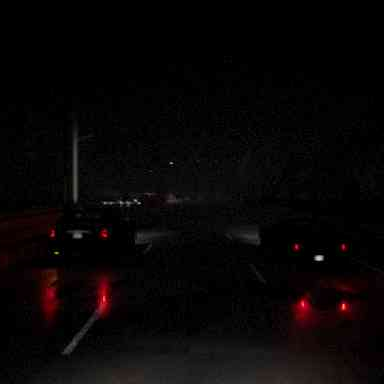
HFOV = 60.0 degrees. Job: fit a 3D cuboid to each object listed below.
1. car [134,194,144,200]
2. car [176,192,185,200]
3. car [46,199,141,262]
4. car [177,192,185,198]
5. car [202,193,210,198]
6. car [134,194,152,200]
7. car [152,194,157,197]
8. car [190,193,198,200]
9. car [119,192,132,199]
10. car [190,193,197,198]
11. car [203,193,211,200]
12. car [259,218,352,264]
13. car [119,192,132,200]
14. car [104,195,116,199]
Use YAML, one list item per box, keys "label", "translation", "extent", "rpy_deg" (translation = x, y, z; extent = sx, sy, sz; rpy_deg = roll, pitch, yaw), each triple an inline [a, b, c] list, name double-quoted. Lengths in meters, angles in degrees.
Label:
- label: "car"
  translation: [-13.537, 1.290, 84.927]
  extent: [1.994, 1.385, 4.181]
  rpy_deg: [0, 0, 0]
- label: "car"
  translation: [-3.040, 1.234, 84.350]
  extent: [1.837, 1.490, 4.892]
  rpy_deg: [0, 0, 0]
- label: "car"
  translation: [-3.390, 1.315, 12.060]
  extent: [2.097, 1.767, 4.553]
  rpy_deg: [0, 0, 1]
- label: "car"
  translation: [-2.981, 0.898, 94.739]
  extent: [2.097, 1.767, 4.553]
  rpy_deg: [0, 0, 0]
- label: "car"
  translation: [4.020, 1.082, 94.730]
  extent: [2.033, 1.411, 5.357]
  rpy_deg: [0, 0, 0]
- label: "car"
  translation: [-10.126, 1.144, 69.214]
  extent: [2.097, 1.767, 4.553]
  rpy_deg: [0, 0, 0]
- label: "car"
  translation: [-10.037, 1.277, 84.907]
  extent: [2.033, 1.411, 5.357]
  rpy_deg: [0, 0, 0]
- label: "car"
  translation: [0.460, 1.233, 84.330]
  extent: [1.837, 1.490, 4.892]
  rpy_deg: [0, 0, 0]
- label: "car"
  translation: [-13.626, 1.289, 69.205]
  extent: [1.837, 1.490, 4.892]
  rpy_deg: [0, 0, 0]
- label: "car"
  translation: [0.520, 1.020, 94.750]
  extent: [1.882, 1.535, 5.008]
  rpy_deg: [0, 0, 0]
- label: "car"
  translation: [3.960, 1.273, 84.311]
  extent: [2.033, 1.411, 5.357]
  rpy_deg: [0, 0, 0]
- label: "car"
  translation: [3.606, 1.565, 11.580]
  extent: [1.895, 1.301, 4.718]
  rpy_deg: [0, 0, 1]
- label: "car"
  translation: [-17.036, 0.962, 85.032]
  extent: [2.150, 2.045, 5.566]
  rpy_deg: [0, 0, 0]
- label: "car"
  translation: [-17.124, 1.341, 69.480]
  extent: [1.994, 1.385, 4.181]
  rpy_deg: [0, 0, 0]
